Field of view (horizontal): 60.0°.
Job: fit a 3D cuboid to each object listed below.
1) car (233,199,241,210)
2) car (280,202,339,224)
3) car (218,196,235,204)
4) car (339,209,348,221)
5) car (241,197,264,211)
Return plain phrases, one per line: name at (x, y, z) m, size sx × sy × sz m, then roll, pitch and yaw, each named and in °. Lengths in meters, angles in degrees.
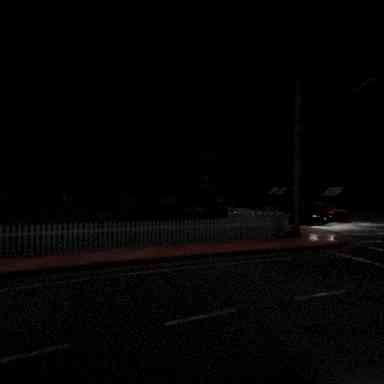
car at (4.005, 1.594, 41.256) m, size 1.994 × 1.385 × 4.181 m, roll 1°, pitch 0°, yaw -17°
car at (8.743, 1.631, 25.888) m, size 1.837 × 1.490 × 4.892 m, roll 1°, pitch 0°, yaw -17°
car at (6.937, 1.545, 67.652) m, size 1.812 × 1.442 × 4.674 m, roll 1°, pitch 0°, yaw -17°
car at (11.373, 1.635, 29.242) m, size 1.882 × 1.535 × 5.008 m, roll 1°, pitch 0°, yaw -17°
car at (7.338, 1.676, 42.321) m, size 1.895 × 1.301 × 4.718 m, roll 1°, pitch 0°, yaw -17°
